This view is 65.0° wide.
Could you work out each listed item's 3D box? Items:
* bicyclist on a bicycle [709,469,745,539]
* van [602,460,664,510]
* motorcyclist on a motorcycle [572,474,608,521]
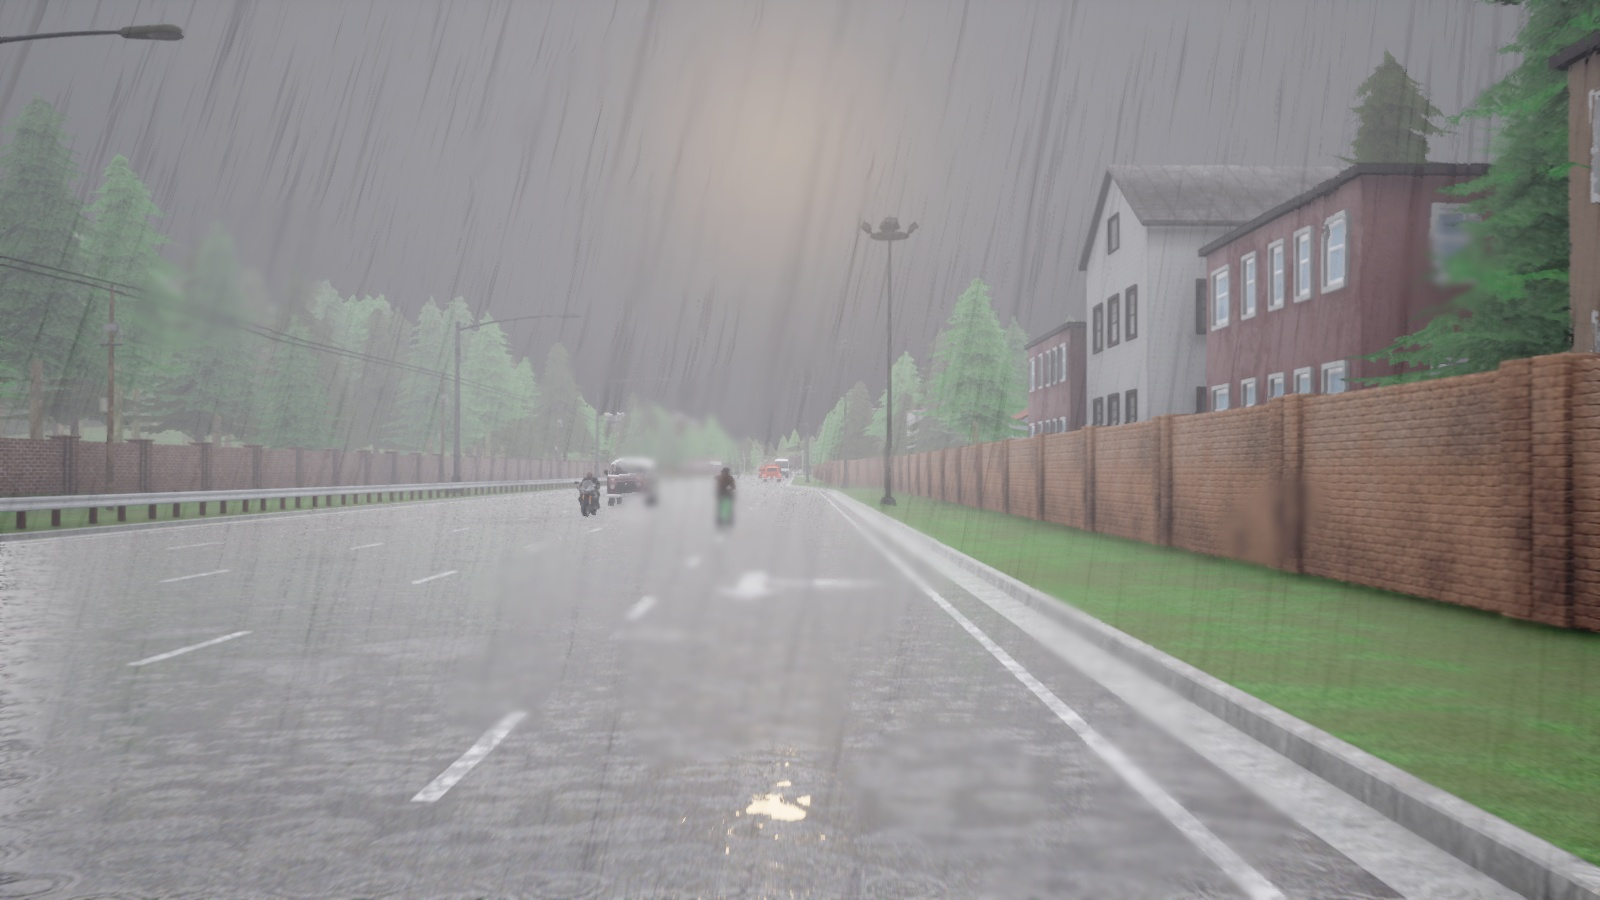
[{"bbox_3d":[-1.771,1.284,30.433,0.582,1.620,1.656,0,-1,-14],"label":"bicyclist on a bicycle"},{"bbox_3d":[-7.133,1.470,53.965,2.069,2.038,4.480,0,-1,0],"label":"van"},{"bbox_3d":[-7.104,1.590,42.532,0.866,1.530,2.191,0,-1,0],"label":"motorcyclist on a motorcycle"}]
